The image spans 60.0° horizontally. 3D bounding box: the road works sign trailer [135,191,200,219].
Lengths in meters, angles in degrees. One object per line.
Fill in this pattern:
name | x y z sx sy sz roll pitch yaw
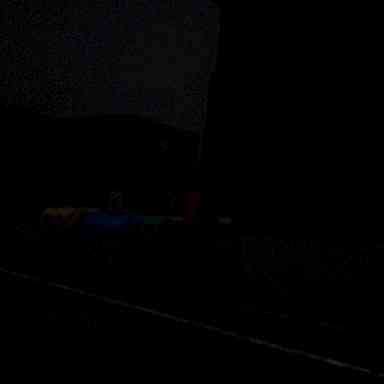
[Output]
road works sign trailer | -0.848 1.114 13.371 2.880 2.380 3.560 4 1 -9
